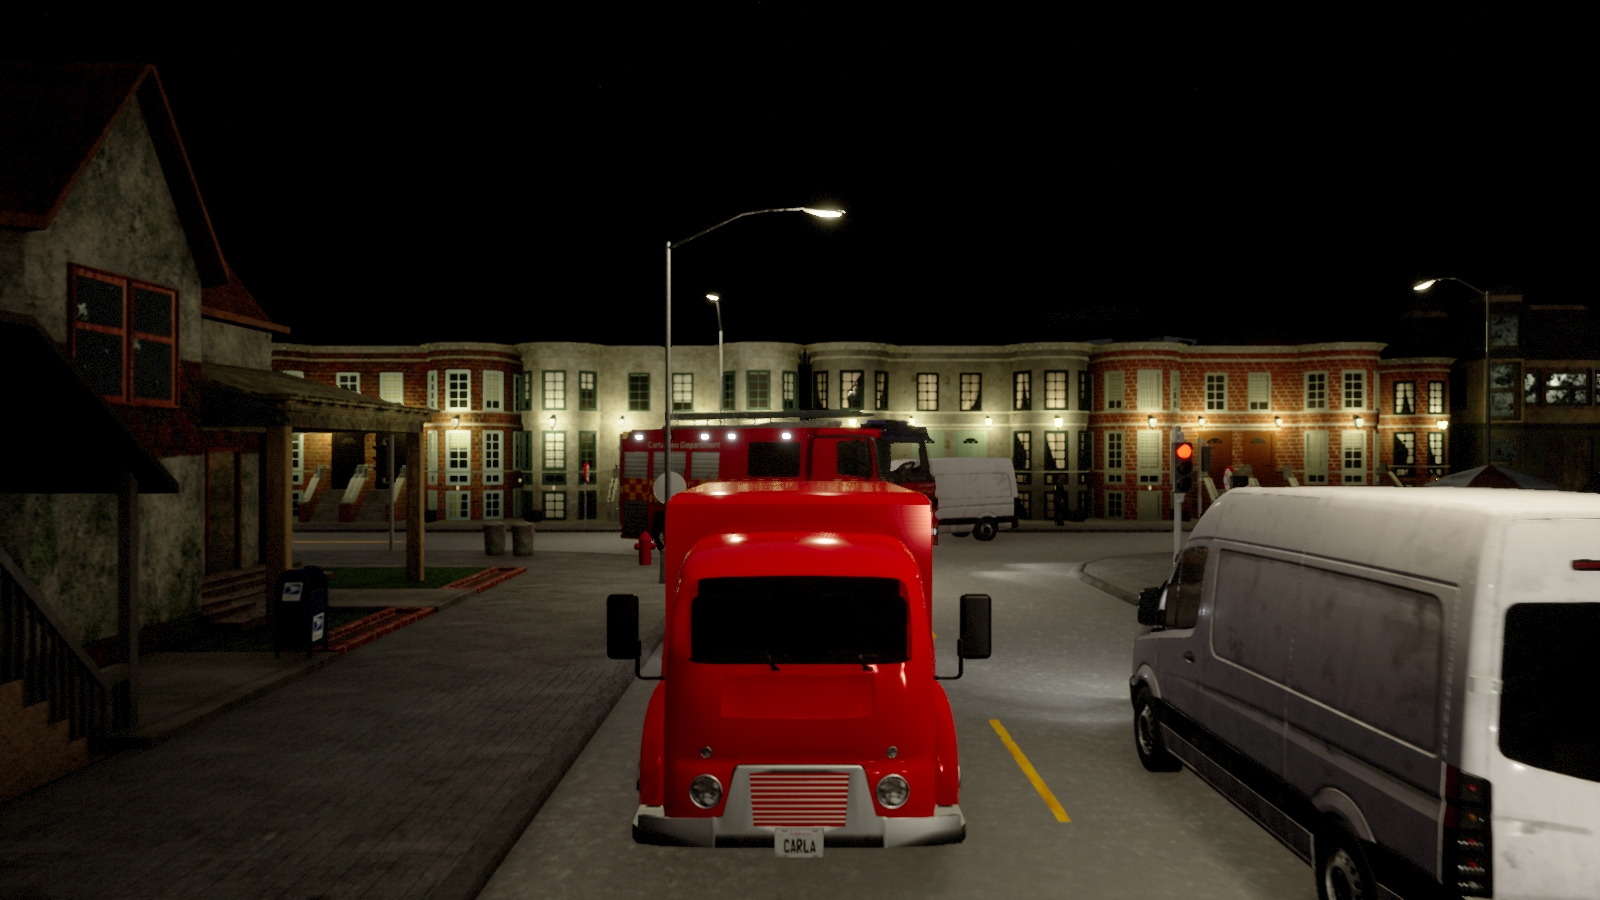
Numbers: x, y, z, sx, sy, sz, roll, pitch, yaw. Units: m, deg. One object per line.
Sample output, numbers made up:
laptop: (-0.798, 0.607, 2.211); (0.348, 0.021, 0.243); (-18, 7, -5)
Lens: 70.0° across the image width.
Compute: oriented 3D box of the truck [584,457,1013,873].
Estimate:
truck: (-0.014, 1.338, 9.616); (2.627, 2.467, 5.204); (0, 1, 0)

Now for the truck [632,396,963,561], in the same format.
truck: (-0.215, 0.670, 29.982); (8.468, 3.827, 2.891); (0, 0, 33)

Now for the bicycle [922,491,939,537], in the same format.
bicycle: (3.983, 1.939, 34.929); (0.329, 1.271, 1.835); (0, 0, 0)

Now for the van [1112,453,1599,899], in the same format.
van: (4.009, 1.314, 8.105); (1.988, 2.561, 5.915); (0, 0, 0)

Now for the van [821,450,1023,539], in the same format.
van: (3.787, 1.311, 35.429); (5.915, 2.561, 1.988); (-1, 1, -18)

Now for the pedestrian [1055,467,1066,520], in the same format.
pedestrian: (9.143, 1.524, 40.078); (0.375, 1.860, 0.375); (0, 0, 12)

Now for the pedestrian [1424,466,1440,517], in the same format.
pedestrian: (23.131, 1.523, 41.815); (0.375, 1.860, 0.375); (0, 0, -18)

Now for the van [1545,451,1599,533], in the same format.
van: (27.546, 1.314, 36.734); (5.915, 2.561, 1.988); (0, 0, 0)
